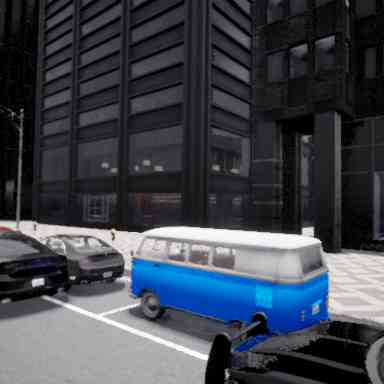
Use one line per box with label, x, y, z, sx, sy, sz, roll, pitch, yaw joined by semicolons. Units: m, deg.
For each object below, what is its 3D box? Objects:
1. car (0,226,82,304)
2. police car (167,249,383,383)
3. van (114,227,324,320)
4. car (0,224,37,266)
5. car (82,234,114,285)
car;-5.178;1.770;8.483;5.008;1.535;1.882;-1;-3;38
police car;2.464;1.567;2.202;5.238;1.638;1.930;-1;-3;37
van;0.503;1.628;6.381;3.998;1.788;1.690;-1;-3;39
car;-8.214;2.041;13.521;4.206;1.307;1.802;-1;-3;39
car;-3.857;1.923;9.947;4.403;1.369;2.008;-1;-3;39
